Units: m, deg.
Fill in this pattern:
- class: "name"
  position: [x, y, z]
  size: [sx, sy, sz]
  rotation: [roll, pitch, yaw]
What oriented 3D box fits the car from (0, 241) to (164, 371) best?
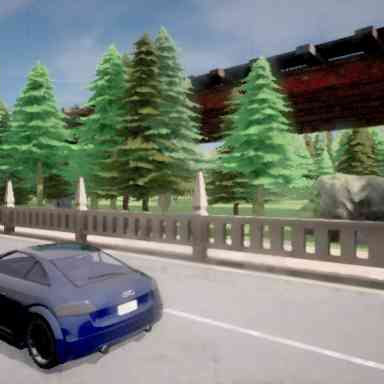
- class: "car"
  position: [-2.526, 1.584, 5.792]
  size: [4.181, 1.385, 1.994]
  rotation: [0, 0, 36]
